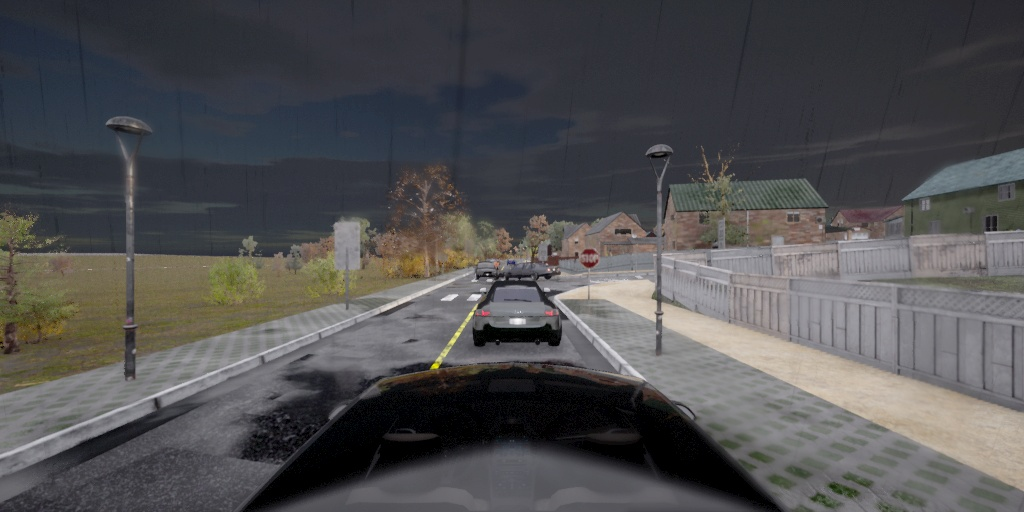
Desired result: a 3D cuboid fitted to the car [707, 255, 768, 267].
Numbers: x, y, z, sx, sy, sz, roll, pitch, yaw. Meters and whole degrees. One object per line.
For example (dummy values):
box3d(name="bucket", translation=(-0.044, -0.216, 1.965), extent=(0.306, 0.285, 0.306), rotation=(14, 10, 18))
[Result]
box3d(name="car", translation=(14.343, 0.410, 22.788), extent=(4.181, 1.385, 1.994), rotation=(-3, 0, 16))

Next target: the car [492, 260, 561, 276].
box3d(name="car", translation=(1.280, 1.194, 28.384), extent=(5.357, 1.411, 2.033), rotation=(-4, -3, 43))

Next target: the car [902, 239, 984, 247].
box3d(name="car", translation=(23.848, -0.211, 20.386), extent=(4.902, 1.511, 2.128), rotation=(-3, 0, 14))

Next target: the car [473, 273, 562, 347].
box3d(name="car", translation=(0.086, 1.312, 9.367), extent=(1.994, 1.385, 4.181), rotation=(0, 0, -1))

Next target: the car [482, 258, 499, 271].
box3d(name="car", translation=(-2.952, 1.114, 51.104), extent=(2.097, 1.767, 4.553), rotation=(0, 0, 1))

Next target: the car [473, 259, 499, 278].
box3d(name="car", translation=(-2.313, 1.254, 31.287), extent=(1.837, 1.490, 4.892), rotation=(0, 0, -8))
